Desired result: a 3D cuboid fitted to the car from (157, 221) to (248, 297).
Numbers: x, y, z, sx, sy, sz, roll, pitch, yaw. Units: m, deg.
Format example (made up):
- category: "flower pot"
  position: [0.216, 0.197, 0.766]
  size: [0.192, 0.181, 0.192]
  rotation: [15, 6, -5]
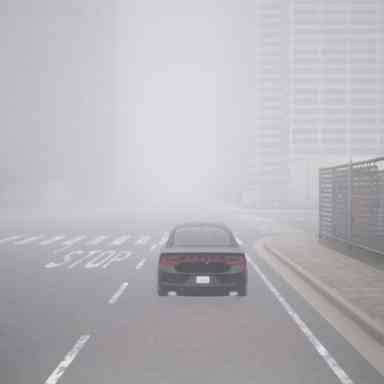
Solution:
- category: "car"
  position: [0.231, 1.476, 8.641]
  size: [1.882, 1.535, 5.008]
  rotation: [0, 0, 1]
